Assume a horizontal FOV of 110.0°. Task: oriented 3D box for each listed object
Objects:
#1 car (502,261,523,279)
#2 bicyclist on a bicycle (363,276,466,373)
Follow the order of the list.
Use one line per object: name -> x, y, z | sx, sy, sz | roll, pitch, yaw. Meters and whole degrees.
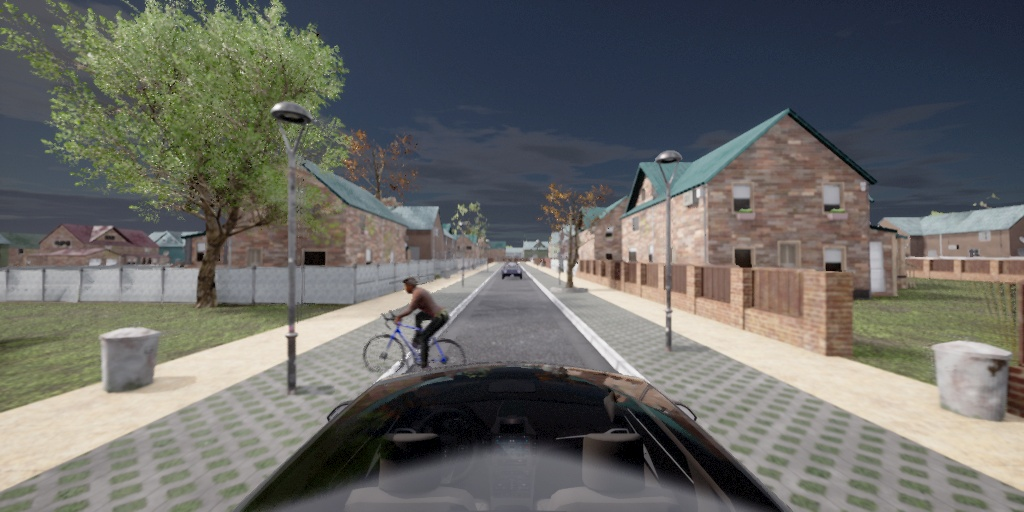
car -> 0.026, 1.429, 33.811 | 1.895, 1.301, 4.718 | 0, 0, 0
bicyclist on a bicycle -> -1.519, 1.164, 5.715 | 1.656, 1.620, 0.582 | 5, 0, 0
